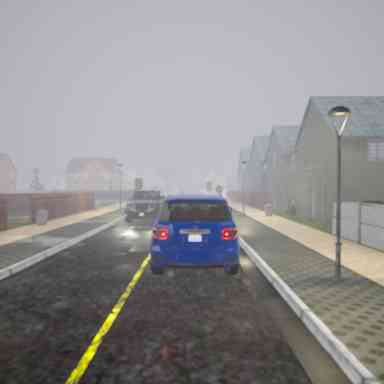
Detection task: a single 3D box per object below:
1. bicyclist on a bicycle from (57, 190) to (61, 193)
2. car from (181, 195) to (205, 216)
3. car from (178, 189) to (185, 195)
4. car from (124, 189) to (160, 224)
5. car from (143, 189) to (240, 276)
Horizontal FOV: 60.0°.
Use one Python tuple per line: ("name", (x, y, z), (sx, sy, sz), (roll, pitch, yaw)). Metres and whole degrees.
("bicyclist on a bicycle", (-20.198, 0.488, 50.507), (0.582, 1.620, 1.656), (0, 1, 0))
("car", (0.092, 1.056, 27.598), (1.812, 1.442, 4.674), (0, 1, 0))
("car", (-2.726, 0.014, 88.393), (1.837, 1.490, 4.892), (0, 1, 0))
("car", (-2.839, 0.856, 21.491), (2.150, 2.045, 5.566), (0, 1, 0))
("car", (0.080, 1.052, 9.941), (2.150, 2.045, 5.566), (0, 1, 0))
